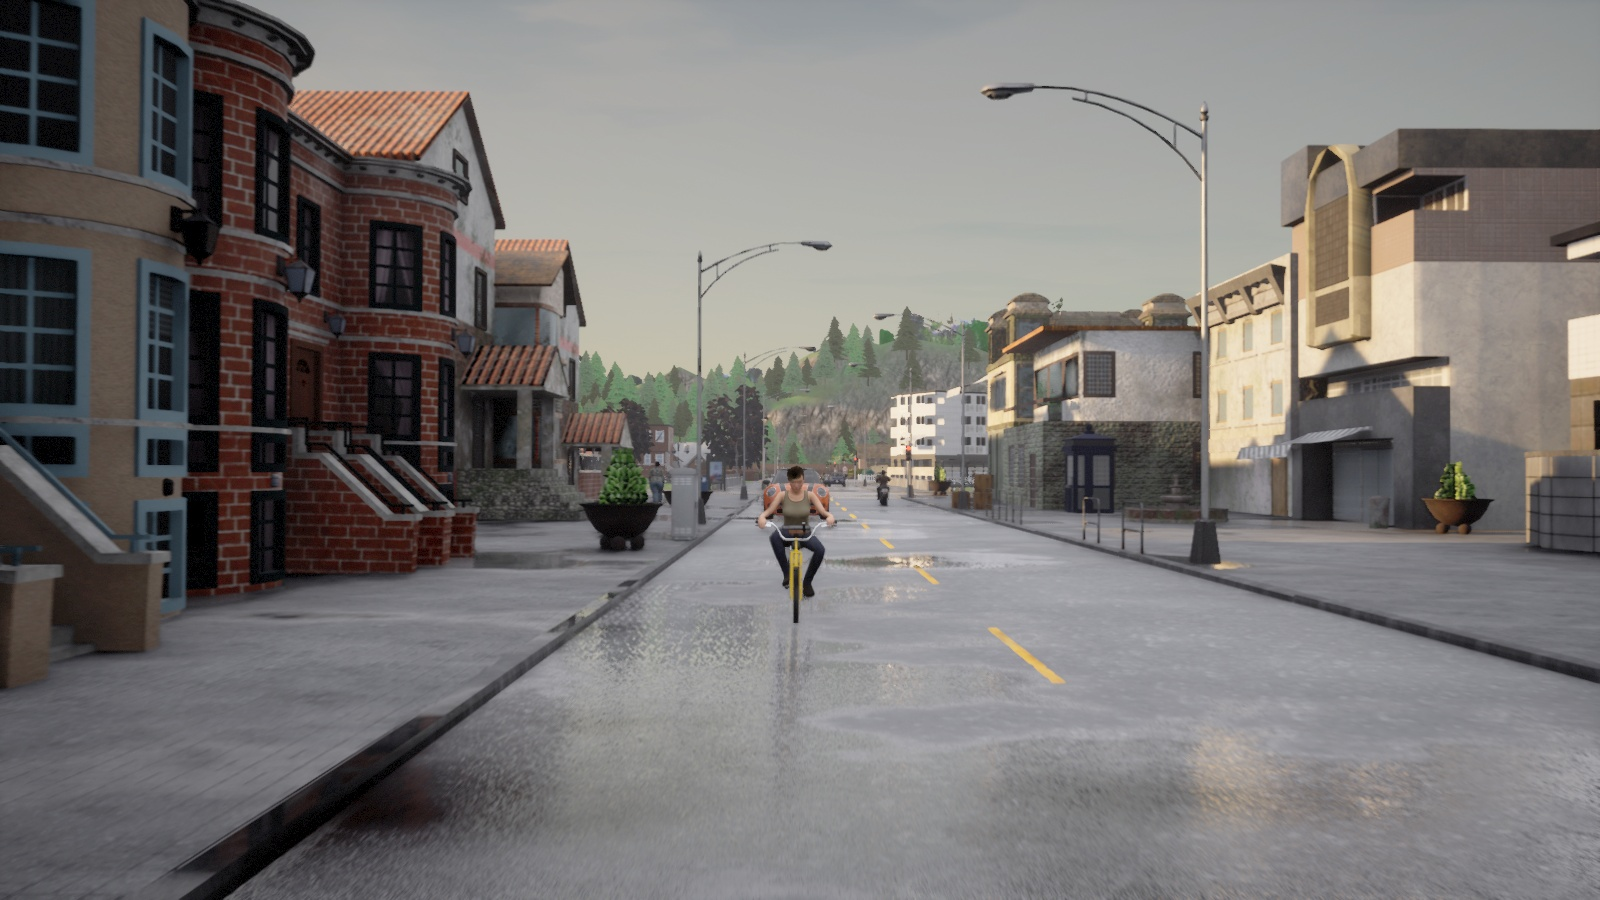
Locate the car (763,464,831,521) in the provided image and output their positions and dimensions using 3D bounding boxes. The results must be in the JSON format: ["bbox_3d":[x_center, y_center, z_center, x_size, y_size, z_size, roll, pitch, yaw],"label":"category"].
[{"bbox_3d":[-0.103,1.367,41.405,2.097,1.767,4.553,0,-1,0],"label":"car"}]

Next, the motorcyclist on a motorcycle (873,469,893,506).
[{"bbox_3d":[3.855,1.725,58.258,0.766,1.649,2.350,0,-1,0],"label":"motorcyclist on a motorcycle"}]

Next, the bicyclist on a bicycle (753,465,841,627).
[{"bbox_3d":[-0.033,0.974,13.321,0.866,1.612,1.509,0,-1,0],"label":"bicyclist on a bicycle"}]

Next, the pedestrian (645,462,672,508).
[{"bbox_3d":[-5.726,1.399,50.855,0.874,1.855,0.900,0,-1,6],"label":"pedestrian"}]
